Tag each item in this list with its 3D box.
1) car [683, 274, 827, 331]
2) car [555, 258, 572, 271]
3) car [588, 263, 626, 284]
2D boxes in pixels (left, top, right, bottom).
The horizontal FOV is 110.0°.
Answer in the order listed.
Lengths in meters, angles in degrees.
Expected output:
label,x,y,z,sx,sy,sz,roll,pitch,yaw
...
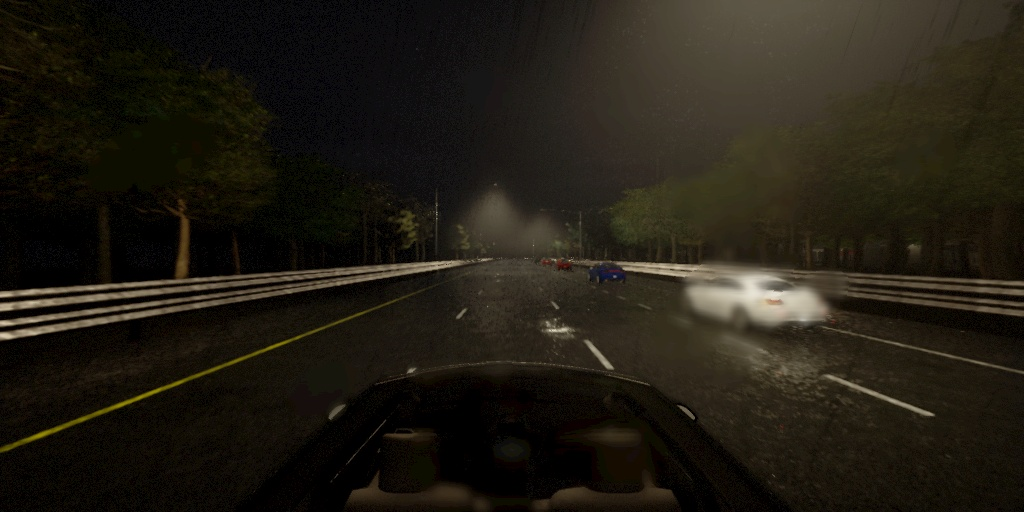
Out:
label,x,y,z,sx,sy,sz,roll,pitch,yaw
car,7.002,1.280,10.888,1.812,1.442,4.674,0,0,0
car,7.067,1.279,49.804,1.882,1.535,5.008,0,0,0
car,7.010,1.247,26.888,1.882,1.535,5.008,0,0,0
